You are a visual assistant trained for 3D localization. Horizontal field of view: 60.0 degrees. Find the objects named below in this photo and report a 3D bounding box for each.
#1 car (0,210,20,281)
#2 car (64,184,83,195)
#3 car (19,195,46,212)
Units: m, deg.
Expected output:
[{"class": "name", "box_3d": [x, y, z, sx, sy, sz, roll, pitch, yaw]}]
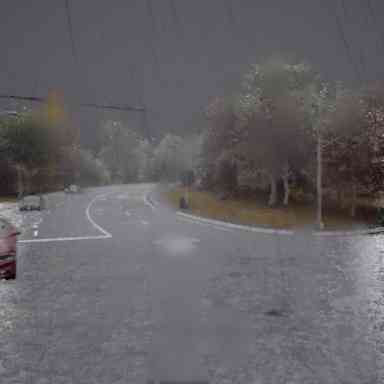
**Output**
[{"class": "car", "box_3d": [-6.086, 1.490, 9.542, 1.882, 1.535, 5.008, 0, 0, -28]}, {"class": "car", "box_3d": [-20.180, -0.458, 56.770, 2.097, 1.767, 4.553, 0, 3, -5]}, {"class": "car", "box_3d": [-15.598, 1.101, 32.658, 1.837, 1.490, 4.892, 0, 3, -16]}]
